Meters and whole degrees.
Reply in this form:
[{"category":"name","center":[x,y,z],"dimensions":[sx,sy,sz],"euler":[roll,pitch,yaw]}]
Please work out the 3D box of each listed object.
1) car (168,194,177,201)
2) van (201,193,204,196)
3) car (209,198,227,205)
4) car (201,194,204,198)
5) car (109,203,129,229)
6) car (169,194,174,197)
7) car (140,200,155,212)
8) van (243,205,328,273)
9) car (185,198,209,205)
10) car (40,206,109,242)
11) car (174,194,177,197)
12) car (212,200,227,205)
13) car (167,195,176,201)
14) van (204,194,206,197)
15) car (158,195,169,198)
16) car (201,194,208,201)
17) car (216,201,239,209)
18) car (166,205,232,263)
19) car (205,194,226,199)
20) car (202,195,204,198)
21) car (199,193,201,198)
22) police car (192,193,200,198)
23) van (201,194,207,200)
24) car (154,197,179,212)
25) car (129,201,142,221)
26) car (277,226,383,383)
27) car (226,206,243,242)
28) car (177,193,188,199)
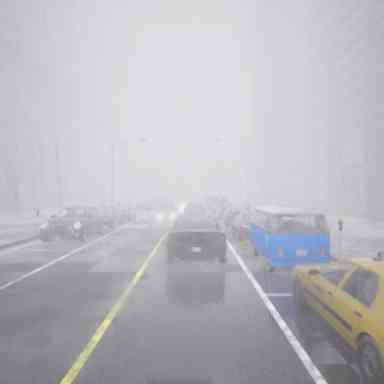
[{"category":"car","center":[-5.183,1.357,89.337],"dimensions":[2.192,1.841,5.009],"euler":[0,0,0]},{"category":"van","center":[3.195,1.361,66.745],"dimensions":[1.690,1.788,3.998],"euler":[0,0,0]},{"category":"car","center":[2.975,1.568,32.926],"dimensions":[1.947,1.339,4.313],"euler":[0,0,0]},{"category":"car","center":[3.159,1.541,61.278],"dimensions":[1.752,1.417,4.829],"euler":[0,0,0]},{"category":"car","center":[-5.623,1.581,21.703],"dimensions":[1.802,1.307,4.206],"euler":[0,0,0]},{"category":"car","center":[-5.330,1.461,66.793],"dimensions":[1.967,1.590,4.097],"euler":[0,0,0]},{"category":"car","center":[-5.514,1.587,38.612],"dimensions":[1.802,1.307,4.206],"euler":[0,0,0]},{"category":"van","center":[2.829,1.338,10.380],"dimensions":[1.690,1.788,3.998],"euler":[0,0,0]},{"category":"car","center":[0.300,1.565,32.260],"dimensions":[1.994,1.385,4.181],"euler":[0,0,0]},{"category":"car","center":[-5.659,1.438,16.067],"dimensions":[1.967,1.590,4.097],"euler":[0,0,0]},{"category":"car","center":[-5.257,1.597,78.065],"dimensions":[1.947,1.339,4.313],"euler":[0,0,0]},{"category":"car","center":[2.938,1.565,27.289],"dimensions":[1.947,1.339,4.313],"euler":[0,0,0]},{"category":"car","center":[-5.220,1.581,83.701],"dimensions":[1.887,1.381,4.507],"euler":[0,0,0]},{"category":"van","center":[3.086,1.351,49.836],"dimensions":[1.690,1.788,3.998],"euler":[0,0,0]},{"category":"car","center":[-5.403,1.579,55.521],"dimensions":[1.947,1.339,4.313],"euler":[0,0,0]},{"category":"car","center":[3.342,1.481,89.291],"dimensions":[1.967,1.590,4.097],"euler":[0,0,0]},{"category":"car","center":[2.902,1.549,21.653],"dimensions":[2.008,1.369,4.403],"euler":[0,0,0]},{"category":"car","center":[0.158,1.475,11.950],"dimensions":[1.882,1.535,5.008],"euler":[0,0,1]},{"category":"car","center":[3.012,1.319,38.562],"dimensions":[2.192,1.841,5.009],"euler":[0,0,0]},{"category":"car","center":[3.121,1.563,55.472],"dimensions":[2.008,1.369,4.403],"euler":[0,0,0]},{"category":"car","center":[3.268,1.470,78.018],"dimensions":[1.967,1.590,4.097],"euler":[0,0,0]},{"category":"police car","center":[1.458,1.464,86.484],"dimensions":[1.930,1.638,5.238],"euler":[0,0,0]},{"category":"van","center":[3.379,1.387,94.928],"dimensions":[1.690,1.788,3.998],"euler":[0,0,0]},{"category":"car","center":[-2.853,1.605,38.224],"dimensions":[1.895,1.301,4.718],"euler":[0,0,0]},{"category":"car","center":[-5.587,1.582,27.339],"dimensions":[1.802,1.307,4.206],"euler":[0,0,0]},{"category":"car","center":[2.793,1.523,4.913],"dimensions":[1.752,1.417,4.829],"euler":[0,0,0]},{"category":"car","center":[2.865,1.579,16.016],"dimensions":[1.802,1.307,4.206],"euler":[0,0,0]},{"category":"car","center":[-2.488,1.125,79.409],"dimensions":[1.882,1.535,5.008],"euler":[0,0,0]}]
